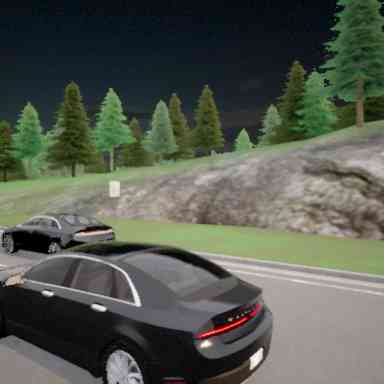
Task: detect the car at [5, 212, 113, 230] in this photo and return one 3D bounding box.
[{"bbox_3d":[-4.807,1.476,11.735,4.902,1.511,2.128,0,0,36],"label":"car"}]

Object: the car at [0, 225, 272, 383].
[{"bbox_3d":[-1.295,1.500,4.917,4.892,1.490,1.837,0,0,36],"label":"car"}]
